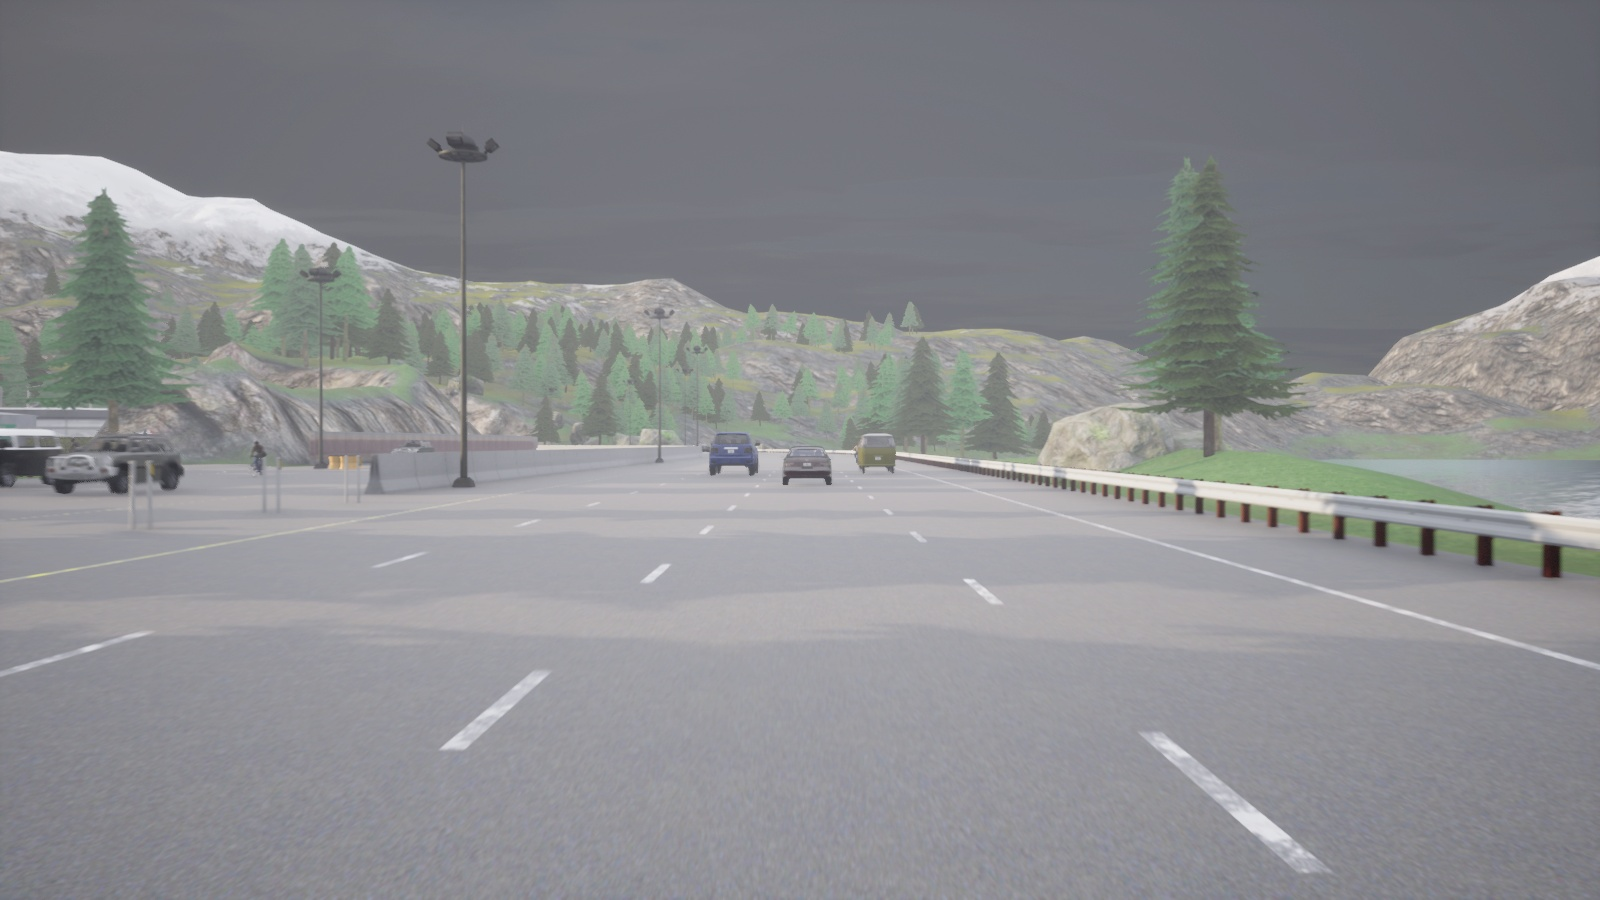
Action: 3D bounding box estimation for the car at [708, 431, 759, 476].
[{"bbox_3d":[-3.146,0.140,60.414,2.150,2.045,5.566,0,0,0],"label":"car"}]

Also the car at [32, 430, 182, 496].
[{"bbox_3d":[-20.772,0.343,37.886,1.932,1.855,4.605,0,1,0],"label":"car"}]

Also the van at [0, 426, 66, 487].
[{"bbox_3d":[-27.741,0.217,43.431,2.069,2.038,4.480,0,0,0],"label":"van"}]

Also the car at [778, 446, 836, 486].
[{"bbox_3d":[0.267,0.544,46.931,2.033,1.411,5.357,0,0,0],"label":"car"}]

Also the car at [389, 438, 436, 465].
[{"bbox_3d":[-27.486,0.065,89.281,1.932,1.855,4.605,0,0,0],"label":"car"}]

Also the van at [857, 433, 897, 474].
[{"bbox_3d":[3.874,0.159,63.901,1.775,1.987,4.442,0,0,0],"label":"van"}]
